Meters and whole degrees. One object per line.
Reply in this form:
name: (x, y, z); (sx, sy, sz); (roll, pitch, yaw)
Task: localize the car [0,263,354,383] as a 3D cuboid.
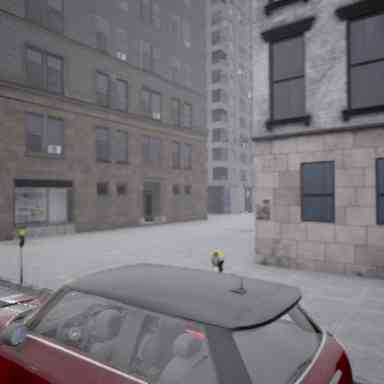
car: (-0.678, 1.465, 3.291); (4.097, 1.590, 1.967); (-1, 0, 35)
